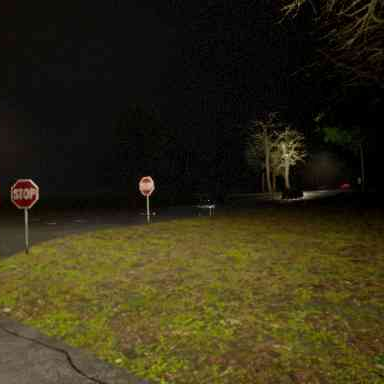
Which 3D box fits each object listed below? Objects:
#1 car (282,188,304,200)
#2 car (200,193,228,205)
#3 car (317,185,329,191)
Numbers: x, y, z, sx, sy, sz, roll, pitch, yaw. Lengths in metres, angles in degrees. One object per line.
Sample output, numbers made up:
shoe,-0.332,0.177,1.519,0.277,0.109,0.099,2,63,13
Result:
car,13.895,0.262,45.761,2.128,1.511,4.902,-3,0,35
car,2.847,0.879,42.152,1.837,1.490,4.892,-3,0,35
car,34.497,-1.085,87.391,2.033,1.411,5.357,-3,0,35
